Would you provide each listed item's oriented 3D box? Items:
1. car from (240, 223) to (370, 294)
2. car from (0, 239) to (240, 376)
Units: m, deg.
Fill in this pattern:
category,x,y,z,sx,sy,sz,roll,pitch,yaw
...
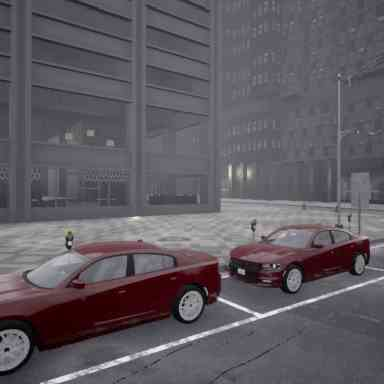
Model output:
category,x,y,z,sx,sy,sz,roll,pitch,yaw
car,2.937,1.545,8.789,4.507,1.381,1.887,0,0,-36
car,-1.550,1.545,5.565,4.507,1.381,1.887,0,0,-36
